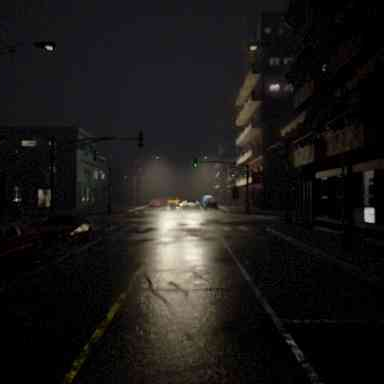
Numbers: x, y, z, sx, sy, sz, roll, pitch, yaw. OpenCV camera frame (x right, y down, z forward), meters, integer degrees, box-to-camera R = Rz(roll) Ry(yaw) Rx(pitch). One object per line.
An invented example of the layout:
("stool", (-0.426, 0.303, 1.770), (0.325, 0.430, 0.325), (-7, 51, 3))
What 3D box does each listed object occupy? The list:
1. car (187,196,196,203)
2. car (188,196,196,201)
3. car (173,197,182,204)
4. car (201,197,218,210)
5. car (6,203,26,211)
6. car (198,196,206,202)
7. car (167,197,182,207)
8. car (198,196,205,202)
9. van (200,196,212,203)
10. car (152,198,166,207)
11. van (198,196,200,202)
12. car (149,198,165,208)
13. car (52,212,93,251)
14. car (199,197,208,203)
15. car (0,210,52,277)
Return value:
("car", (-0.093, 1.818, 76.862), (1.994, 1.385, 4.181), (0, 0, 0))
("car", (-0.107, 1.685, 86.906), (1.994, 1.385, 4.181), (0, 0, 0))
("car", (-3.087, 1.760, 71.684), (1.837, 1.490, 4.892), (0, 0, 0))
("car", (2.645, 1.734, 46.999), (2.008, 1.369, 4.403), (1, 0, 0))
("car", (-19.760, 1.840, 34.766), (4.403, 1.369, 2.008), (0, -1, 1))
("car", (2.598, 1.865, 86.064), (1.947, 1.339, 4.313), (1, 0, 0))
("car", (-3.120, 1.690, 56.323), (1.882, 1.535, 5.008), (0, 0, 0))
("car", (2.591, 1.878, 91.645), (1.947, 1.339, 4.313), (1, 0, 0))
("van", (2.641, 1.542, 52.579), (1.690, 1.788, 3.998), (1, 0, 0))
("car", (-5.749, 1.763, 58.114), (1.887, 1.381, 4.507), (1, 0, 0))
("van", (2.628, 1.578, 63.742), (1.690, 1.788, 3.998), (1, 0, 0))
("car", (-5.743, 1.782, 52.533), (1.802, 1.307, 4.206), (1, 0, 0))
("car", (-5.664, 1.607, 14.470), (1.887, 1.381, 4.507), (1, 0, 0))
("car", (2.611, 1.795, 75.072), (1.752, 1.417, 4.829), (1, 0, 0))
("car", (-5.656, 1.478, 8.824), (1.967, 1.590, 4.097), (1, 0, 0))
